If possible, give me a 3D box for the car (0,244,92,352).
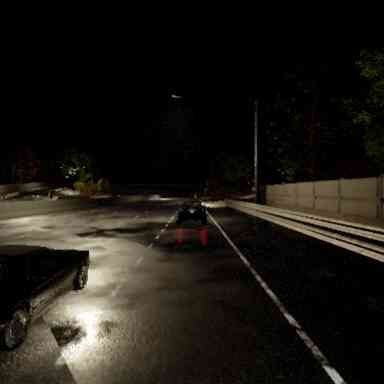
[{"bbox_3d":[-3.398,1.613,6.135,1.895,1.301,4.718,0,0,0],"label":"car"}]

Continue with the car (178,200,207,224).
[{"bbox_3d":[0.006,1.418,25.682,2.097,1.767,4.553,0,0,0],"label":"car"}]
